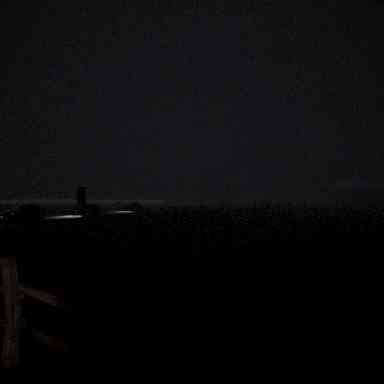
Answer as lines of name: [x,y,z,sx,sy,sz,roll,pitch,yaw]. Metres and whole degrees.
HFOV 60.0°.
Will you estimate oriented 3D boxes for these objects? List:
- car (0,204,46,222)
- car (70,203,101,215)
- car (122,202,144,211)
car: [-15.125,1.839,29.878,1.812,1.442,4.674,-1,-1,15]
car: [-12.544,2.024,39.521,1.994,1.385,4.181,-1,-1,15]
car: [-9.116,2.213,51.372,1.994,1.385,4.181,-1,-1,17]
